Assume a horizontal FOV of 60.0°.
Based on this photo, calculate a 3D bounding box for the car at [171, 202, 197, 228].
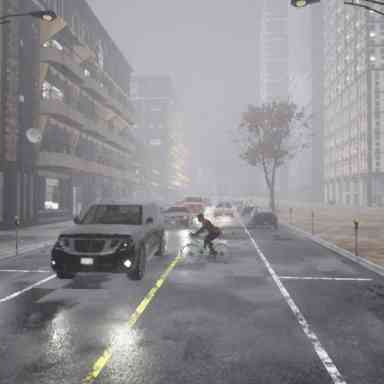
[{"bbox_3d":[-0.961,1.674,23.425,1.812,1.442,4.674,0,-1,6],"label":"car"}]

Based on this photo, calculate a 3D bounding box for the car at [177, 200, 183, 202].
[{"bbox_3d":[-2.495,1.771,34.402,2.008,1.369,4.403,1,0,6],"label":"car"}]

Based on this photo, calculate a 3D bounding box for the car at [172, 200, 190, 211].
[{"bbox_3d":[-1.419,1.865,45.489,1.947,1.339,4.313,1,0,6],"label":"car"}]

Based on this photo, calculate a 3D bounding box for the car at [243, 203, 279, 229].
[{"bbox_3d":[4.770,1.702,22.504,2.008,1.369,4.403,1,0,6],"label":"car"}]

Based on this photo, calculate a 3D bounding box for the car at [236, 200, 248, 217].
[{"bbox_3d":[5.846,1.780,33.591,2.008,1.369,4.403,1,0,6],"label":"car"}]

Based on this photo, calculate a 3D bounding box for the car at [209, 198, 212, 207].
[{"bbox_3d":[2.461,1.750,58.545,2.097,1.767,4.553,0,-1,6],"label":"car"}]

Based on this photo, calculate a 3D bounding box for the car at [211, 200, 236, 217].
[{"bbox_3d":[3.241,1.826,33.702,1.895,1.301,4.718,0,0,6],"label":"car"}]

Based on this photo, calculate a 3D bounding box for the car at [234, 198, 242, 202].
[{"bbox_3d":[6.939,1.834,44.848,1.752,1.417,4.829,1,0,6],"label":"car"}]

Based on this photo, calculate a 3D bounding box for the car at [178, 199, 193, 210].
[{"bbox_3d":[-0.896,1.863,50.863,1.752,1.417,4.829,1,0,6],"label":"car"}]

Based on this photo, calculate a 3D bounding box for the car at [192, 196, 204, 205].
[{"bbox_3d":[1.276,1.814,73.207,2.192,1.841,5.009,1,0,6],"label":"car"}]

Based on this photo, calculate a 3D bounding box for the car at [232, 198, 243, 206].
[{"bbox_3d":[9.075,2.018,66.851,2.008,1.369,4.403,1,0,6],"label":"car"}]

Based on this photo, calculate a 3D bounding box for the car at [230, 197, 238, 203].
[{"bbox_3d":[11.229,2.069,89.027,1.967,1.590,4.097,1,0,6],"label":"car"}]

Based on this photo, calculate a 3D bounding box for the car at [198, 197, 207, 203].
[{"bbox_3d":[2.886,2.187,89.836,1.947,1.339,4.313,1,0,6],"label":"car"}]

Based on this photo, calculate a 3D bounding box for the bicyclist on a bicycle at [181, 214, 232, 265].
[{"bbox_3d":[0.439,1.517,10.595,1.656,1.620,0.582,-1,-1,5],"label":"bicyclist on a bicycle"}]

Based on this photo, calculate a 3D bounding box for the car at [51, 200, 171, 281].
[{"bbox_3d":[-2.232,1.281,10.505,2.150,2.045,5.566,0,0,5],"label":"car"}]

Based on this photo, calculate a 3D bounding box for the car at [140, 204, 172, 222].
[{"bbox_3d":[-3.033,1.748,28.859,1.947,1.339,4.313,1,0,6],"label":"car"}]

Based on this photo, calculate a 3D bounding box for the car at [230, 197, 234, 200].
[{"bbox_3d":[4.501,1.795,46.732,1.882,1.535,5.008,0,0,6],"label":"car"}]

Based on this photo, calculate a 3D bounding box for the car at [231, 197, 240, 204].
[{"bbox_3d":[10.152,1.988,77.939,1.967,1.590,4.097,1,0,6],"label":"car"}]

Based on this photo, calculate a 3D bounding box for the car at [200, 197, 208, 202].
[{"bbox_3d":[3.424,2.213,95.380,2.008,1.369,4.403,1,0,6],"label":"car"}]

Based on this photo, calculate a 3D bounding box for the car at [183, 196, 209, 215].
[{"bbox_3d":[0.237,1.453,35.272,2.150,2.045,5.566,0,0,6],"label":"car"}]

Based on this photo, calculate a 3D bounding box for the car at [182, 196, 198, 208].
[{"bbox_3d":[-0.338,1.693,56.578,2.192,1.841,5.009,1,0,6],"label":"car"}]
